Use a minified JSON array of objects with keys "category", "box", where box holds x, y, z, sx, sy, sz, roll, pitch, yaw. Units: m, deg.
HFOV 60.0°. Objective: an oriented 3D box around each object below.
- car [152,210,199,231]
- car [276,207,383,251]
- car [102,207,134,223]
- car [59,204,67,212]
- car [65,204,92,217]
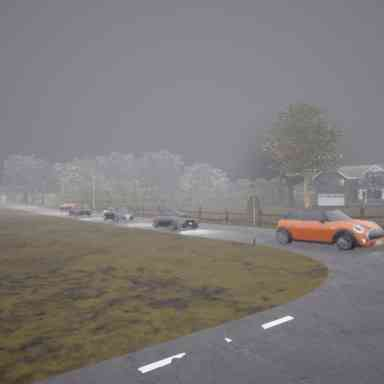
[{"category":"car","box":[-1.290,2.099,25.145,1.994,1.385,4.181,0,-1,-36]},{"category":"car","box":[6.044,1.525,14.981,2.097,1.767,4.553,-1,-2,-36]},{"category":"car","box":[-7.551,2.270,33.802,2.128,1.511,4.902,0,-1,-36]},{"category":"car","box":[-21.927,2.768,58.690,1.882,1.535,5.008,0,-1,-36]},{"category":"car","box":[-14.836,2.627,43.920,1.895,1.301,4.718,-1,-1,-36]}]
